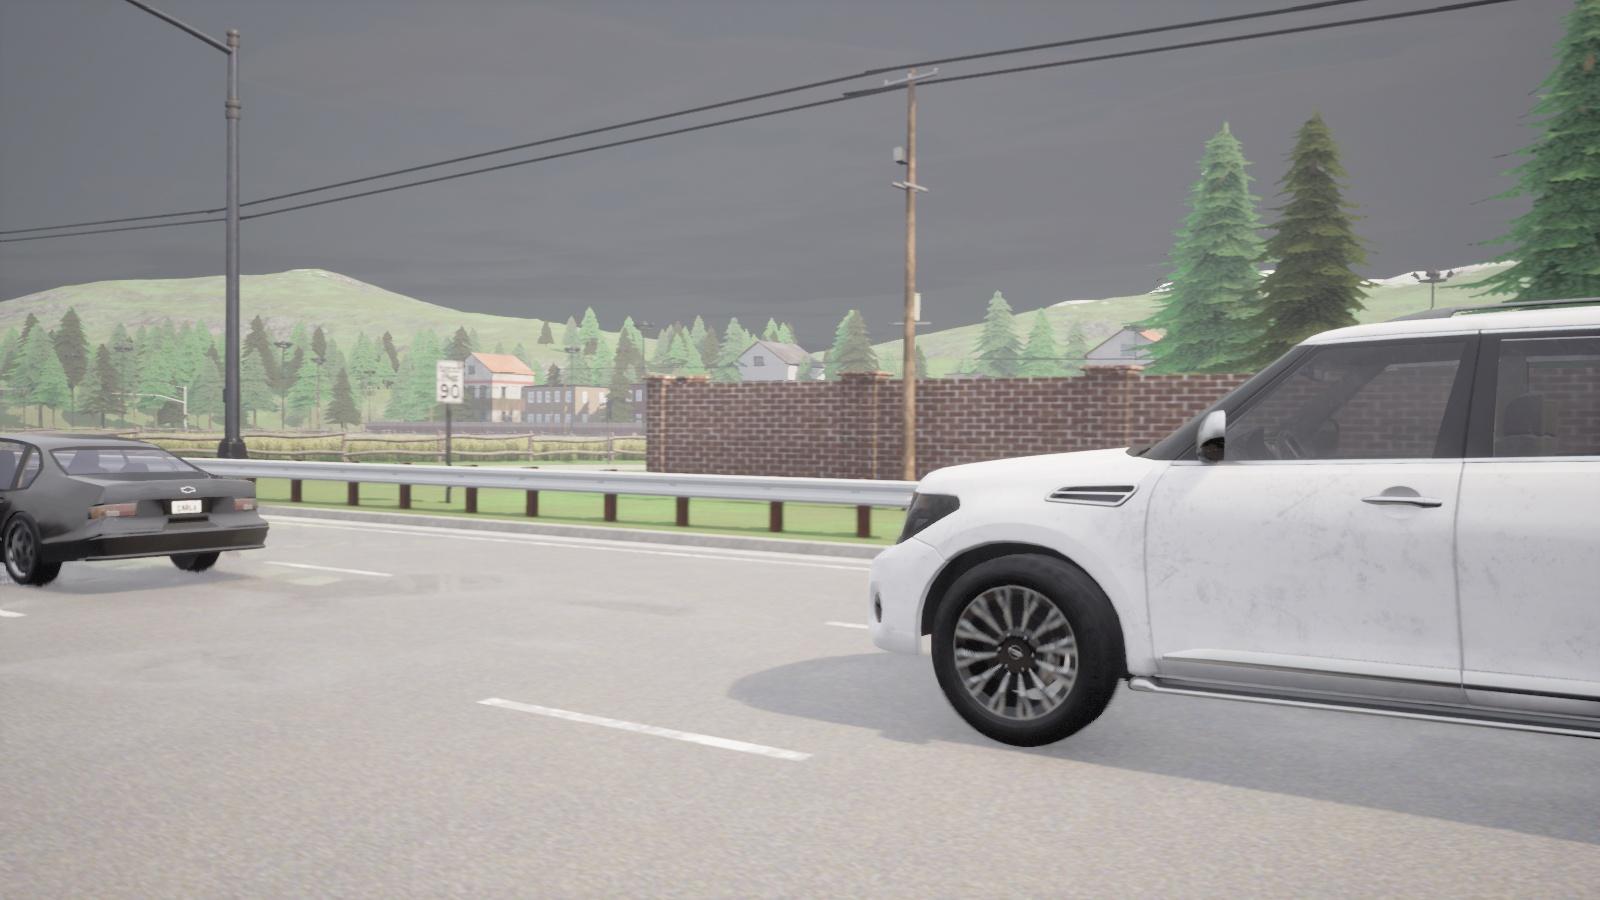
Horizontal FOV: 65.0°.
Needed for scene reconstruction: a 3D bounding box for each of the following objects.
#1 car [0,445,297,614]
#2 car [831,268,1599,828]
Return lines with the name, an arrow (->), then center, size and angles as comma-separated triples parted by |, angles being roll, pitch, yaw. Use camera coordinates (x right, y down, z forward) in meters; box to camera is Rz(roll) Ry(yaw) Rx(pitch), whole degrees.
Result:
car -> -7.744, 0.672, 12.970 | 5.357, 1.411, 2.033 | 0, 1, 34
car -> 3.078, 0.344, 5.775 | 5.566, 2.045, 2.150 | 0, 1, 34
